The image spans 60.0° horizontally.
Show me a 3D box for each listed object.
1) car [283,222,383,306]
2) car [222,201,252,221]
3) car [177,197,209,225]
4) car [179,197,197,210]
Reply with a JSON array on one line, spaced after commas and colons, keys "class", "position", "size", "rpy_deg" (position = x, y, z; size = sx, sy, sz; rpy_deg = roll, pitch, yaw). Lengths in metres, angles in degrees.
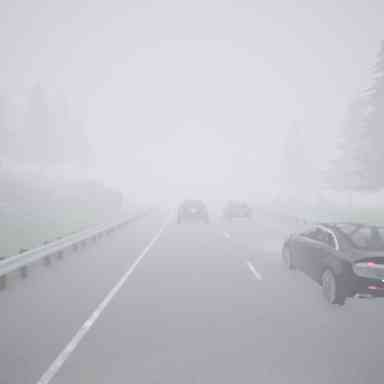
[{"class": "car", "position": [3.603, 1.468, 7.973], "size": [2.128, 1.511, 4.902], "rpy_deg": [0, 0, 0]}, {"class": "car", "position": [3.489, 1.415, 26.263], "size": [2.128, 1.511, 4.902], "rpy_deg": [0, 0, -1]}, {"class": "car", "position": [0.028, 1.283, 23.816], "size": [2.097, 1.767, 4.553], "rpy_deg": [0, 0, -1]}, {"class": "car", "position": [-0.545, 1.370, 41.761], "size": [2.128, 1.511, 4.902], "rpy_deg": [0, 0, -3]}]
